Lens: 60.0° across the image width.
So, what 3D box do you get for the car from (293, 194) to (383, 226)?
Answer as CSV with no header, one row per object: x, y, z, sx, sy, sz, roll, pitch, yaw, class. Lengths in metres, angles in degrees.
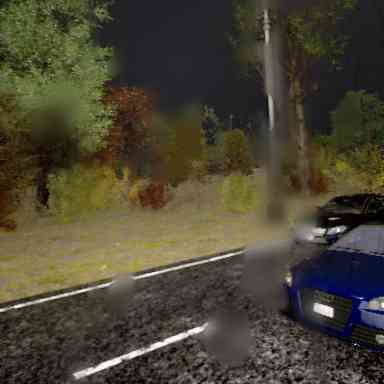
5.164,0.825,10.591,4.674,1.442,1.812,-5,3,-34,car

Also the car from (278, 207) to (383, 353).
3.364,1.212,5.477,4.181,1.385,1.994,-5,3,-34,car
